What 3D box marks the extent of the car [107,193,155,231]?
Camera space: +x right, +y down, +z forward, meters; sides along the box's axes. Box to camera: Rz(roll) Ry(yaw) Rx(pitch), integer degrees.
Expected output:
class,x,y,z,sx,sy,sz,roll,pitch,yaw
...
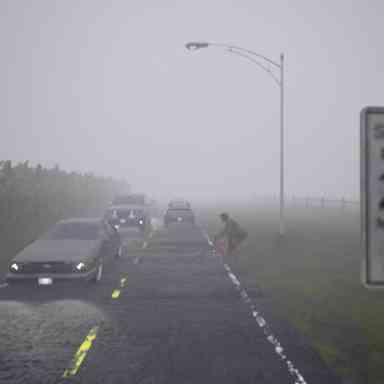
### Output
class,x,y,z,sx,sy,sz,roll,pitch,yaw
car,-3.688,1.103,19.940,2.150,2.045,5.566,0,1,-2

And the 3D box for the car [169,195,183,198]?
class,x,y,z,sx,sy,sz,roll,pitch,yaw
car,-2.021,1.325,48.249,1.895,1.301,4.718,0,0,-3

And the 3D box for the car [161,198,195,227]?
class,x,y,z,sx,sy,sz,roll,pitch,yaw
car,-0.832,1.365,21.926,2.128,1.511,4.902,0,0,-3

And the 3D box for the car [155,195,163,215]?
class,x,y,z,sx,sy,sz,roll,pitch,yaw
car,-4.171,1.313,31.302,2.128,1.511,4.902,0,0,-2

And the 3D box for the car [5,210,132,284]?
class,x,y,z,sx,sy,sz,roll,pitch,yaw
car,-3.232,1.492,9.722,2.033,1.411,5.357,0,0,-3

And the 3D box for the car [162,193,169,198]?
class,x,y,z,sx,sy,sz,roll,pitch,yaw
car,-6.024,1.069,73.584,1.837,1.490,4.892,0,0,-3

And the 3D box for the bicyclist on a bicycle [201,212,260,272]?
class,x,y,z,sx,sy,sz,roll,pitch,yaw
bicyclist on a bicycle,1.054,1.393,9.190,1.656,1.620,0.582,0,0,-3
